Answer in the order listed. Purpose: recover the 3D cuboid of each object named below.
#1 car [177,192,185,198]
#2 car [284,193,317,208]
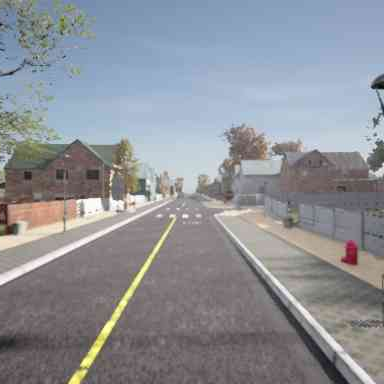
[{"bbox_3d":[-2.733,0.852,84.018,1.837,1.490,4.892,0,0,0],"label":"car"},{"bbox_3d":[11.378,0.844,34.618,4.553,1.767,2.097,-2,-1,1],"label":"car"}]
